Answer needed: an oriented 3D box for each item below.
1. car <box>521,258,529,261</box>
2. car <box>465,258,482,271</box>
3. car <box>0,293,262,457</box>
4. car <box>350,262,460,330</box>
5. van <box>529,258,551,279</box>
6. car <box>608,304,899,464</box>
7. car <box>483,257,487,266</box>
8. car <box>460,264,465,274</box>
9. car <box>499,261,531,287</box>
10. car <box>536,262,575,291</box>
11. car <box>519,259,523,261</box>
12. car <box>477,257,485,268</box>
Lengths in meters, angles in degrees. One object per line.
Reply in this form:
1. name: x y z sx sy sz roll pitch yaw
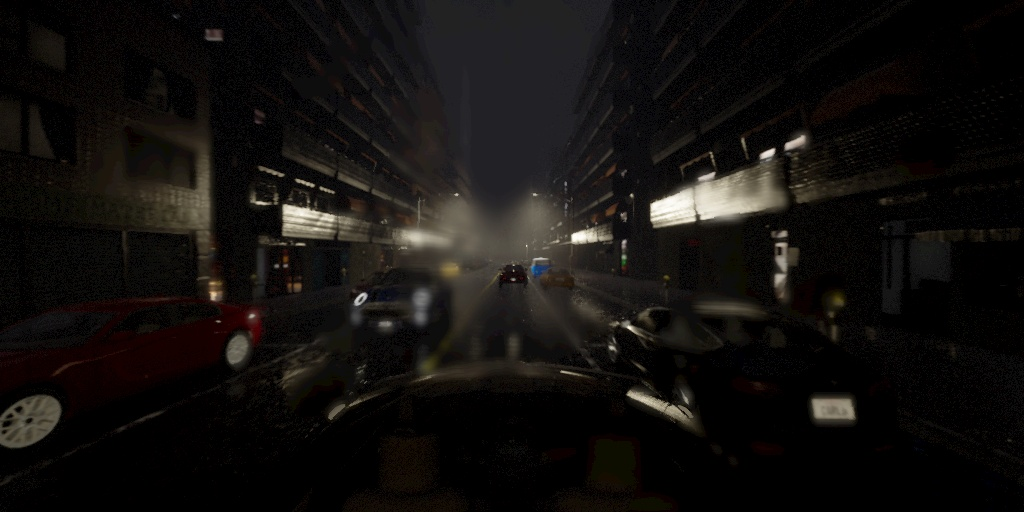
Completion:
1. car: 2.682 1.308 54.775 2.007 1.370 4.403 0 0 0
2. car: -5.698 1.321 49.263 1.948 1.339 4.313 0 0 0
3. car: -5.693 1.295 5.077 1.888 1.381 4.507 0 0 0
4. car: -3.089 1.101 11.078 2.097 1.767 4.553 0 0 0
5. van: 2.684 1.092 32.682 1.690 1.789 3.998 0 0 0
6. car: 2.688 1.316 5.065 1.948 1.339 4.313 0 0 0
7. car: -5.700 1.305 60.311 1.888 1.381 4.507 0 0 0
8. car: -5.697 1.277 32.524 1.751 1.417 4.829 0 0 0
9. car: 0.093 1.276 24.493 1.812 1.442 4.674 0 0 0
10. car: 2.686 1.275 21.805 1.751 1.417 4.829 0 0 0
11. car: 0.096 1.356 46.556 1.895 1.301 4.718 0 0 0
12. car: -5.699 1.303 54.787 1.888 1.381 4.507 0 0 0
